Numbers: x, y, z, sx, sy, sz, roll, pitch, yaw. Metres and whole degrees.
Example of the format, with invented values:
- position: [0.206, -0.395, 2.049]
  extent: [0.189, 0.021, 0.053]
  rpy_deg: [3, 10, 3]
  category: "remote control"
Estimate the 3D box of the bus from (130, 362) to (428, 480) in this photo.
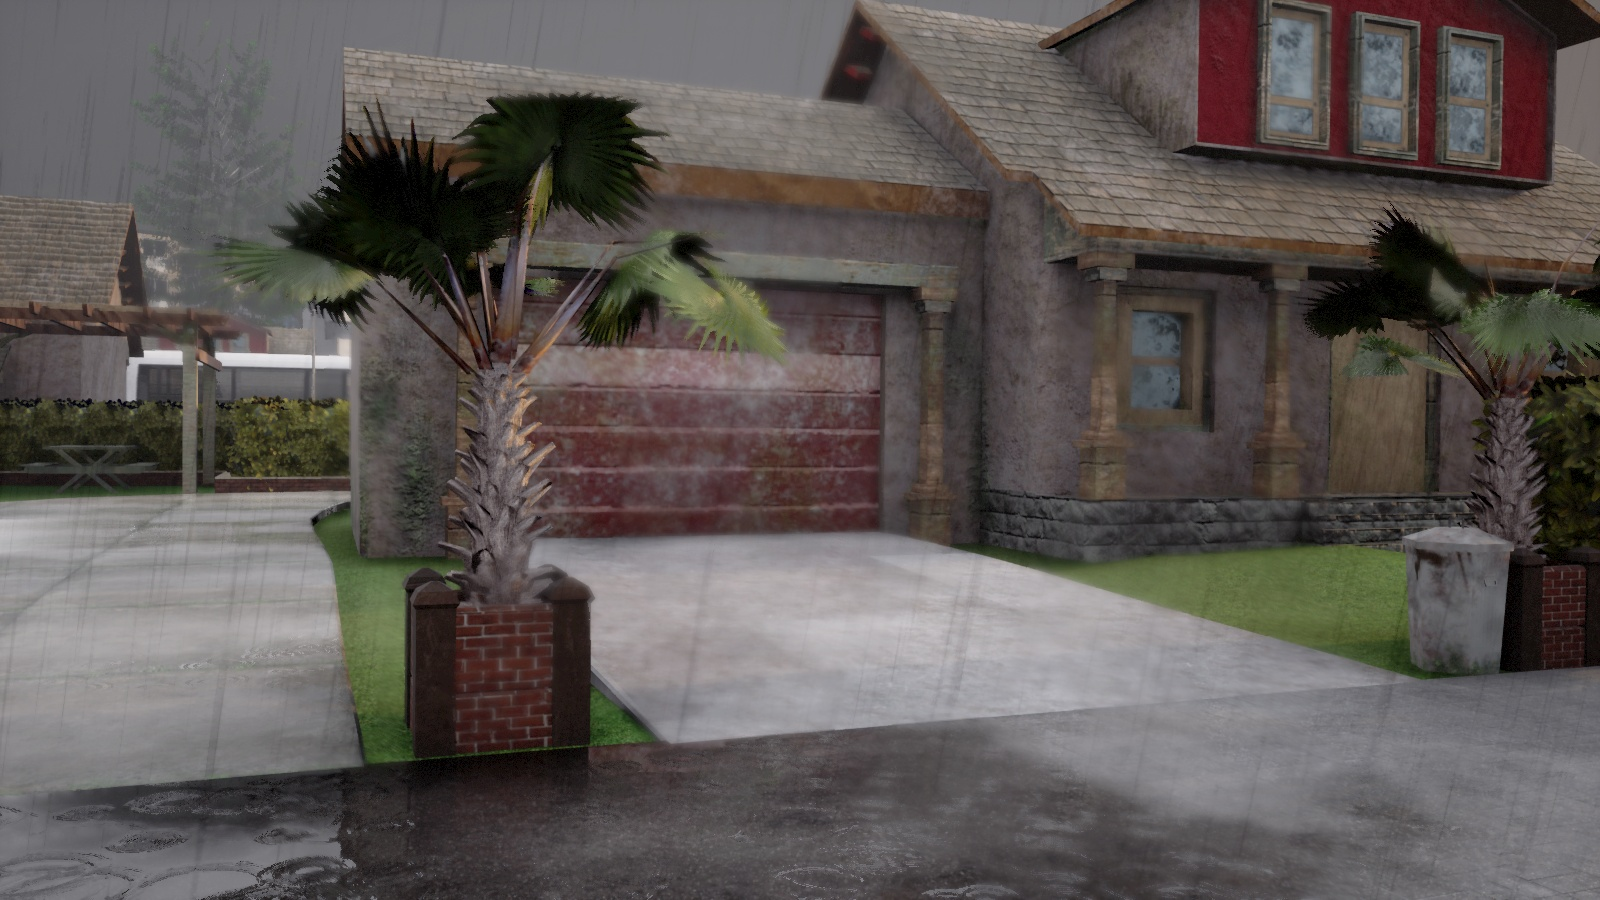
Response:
- position: [-20.095, -1.161, 49.118]
  extent: [10.273, 4.253, 3.944]
  rpy_deg: [-1, 1, -21]
  category: "bus"
